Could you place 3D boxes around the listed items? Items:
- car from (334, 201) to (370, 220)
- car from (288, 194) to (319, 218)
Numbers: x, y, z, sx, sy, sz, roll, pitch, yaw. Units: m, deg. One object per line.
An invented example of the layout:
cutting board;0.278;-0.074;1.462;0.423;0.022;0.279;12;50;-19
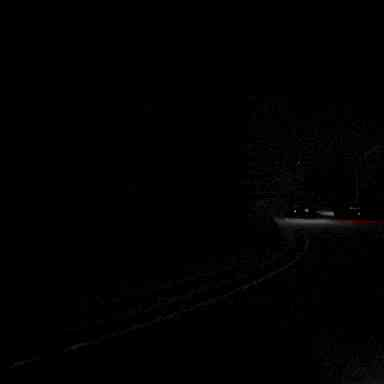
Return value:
car;13.287;1.461;27.889;2.128;1.511;4.902;0;0;11
car;10.103;1.194;30.459;2.150;2.045;5.566;0;0;11
